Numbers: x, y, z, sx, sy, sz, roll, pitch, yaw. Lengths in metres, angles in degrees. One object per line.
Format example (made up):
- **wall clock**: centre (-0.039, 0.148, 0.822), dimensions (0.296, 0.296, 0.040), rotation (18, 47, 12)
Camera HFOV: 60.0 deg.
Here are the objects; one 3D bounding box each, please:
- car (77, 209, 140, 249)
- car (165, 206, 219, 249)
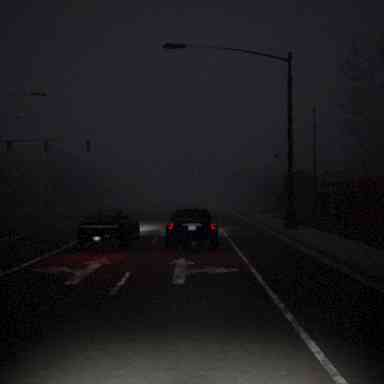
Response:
- **car**: centre (-3.500, 1.500, 14.653), dimensions (2.128, 1.511, 4.902), rotation (0, 0, 0)
- **car**: centre (0.000, 1.371, 14.623), dimensions (2.097, 1.767, 4.553), rotation (0, 0, 0)
